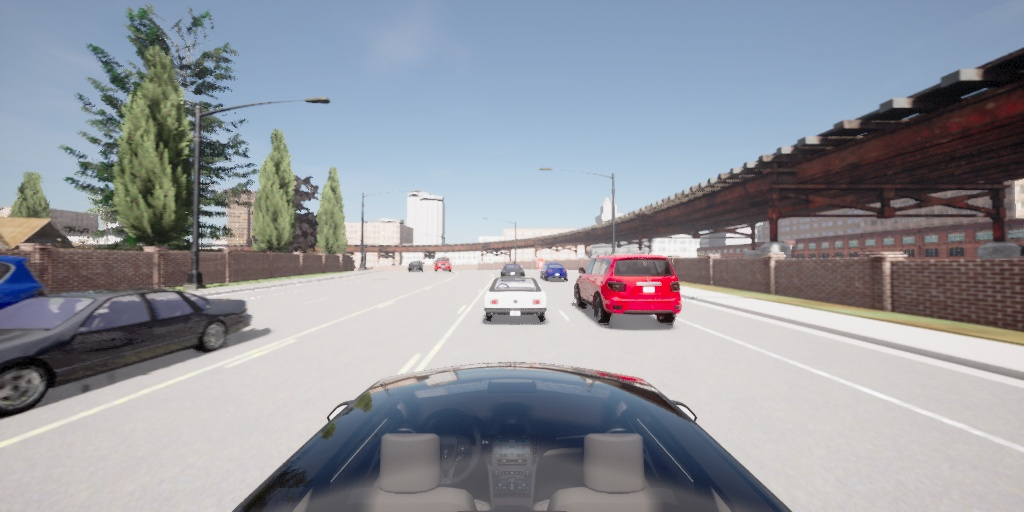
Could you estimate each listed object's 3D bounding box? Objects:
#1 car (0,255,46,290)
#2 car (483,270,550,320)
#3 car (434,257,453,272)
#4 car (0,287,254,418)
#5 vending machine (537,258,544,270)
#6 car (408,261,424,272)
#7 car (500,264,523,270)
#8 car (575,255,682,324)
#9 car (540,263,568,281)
[{"bbox_3d":[-10.600,0.973,5.050,2.150,2.045,5.566,0,0,0],"label":"car"},{"bbox_3d":[0.099,1.356,12.547,1.895,1.301,4.718,0,0,0],"label":"car"},{"bbox_3d":[-9.198,1.111,48.011,2.150,2.045,5.566,0,-1,-11],"label":"car"},{"bbox_3d":[-7.101,1.299,6.169,2.033,1.411,5.357,0,0,0],"label":"car"},{"bbox_3d":[4.770,1.406,60.464,1.100,2.100,0.880,0,0,-16],"label":"vending machine"},{"bbox_3d":[-12.718,1.361,47.650,1.882,1.535,5.008,0,-1,-12],"label":"car"},{"bbox_3d":[-0.008,1.328,29.808,1.994,1.385,4.181,0,0,-2],"label":"car"},{"bbox_3d":[3.598,0.976,12.104,2.150,2.045,5.566,0,0,0],"label":"car"},{"bbox_3d":[3.475,1.291,30.335,1.812,1.442,4.674,0,0,-2],"label":"car"}]
